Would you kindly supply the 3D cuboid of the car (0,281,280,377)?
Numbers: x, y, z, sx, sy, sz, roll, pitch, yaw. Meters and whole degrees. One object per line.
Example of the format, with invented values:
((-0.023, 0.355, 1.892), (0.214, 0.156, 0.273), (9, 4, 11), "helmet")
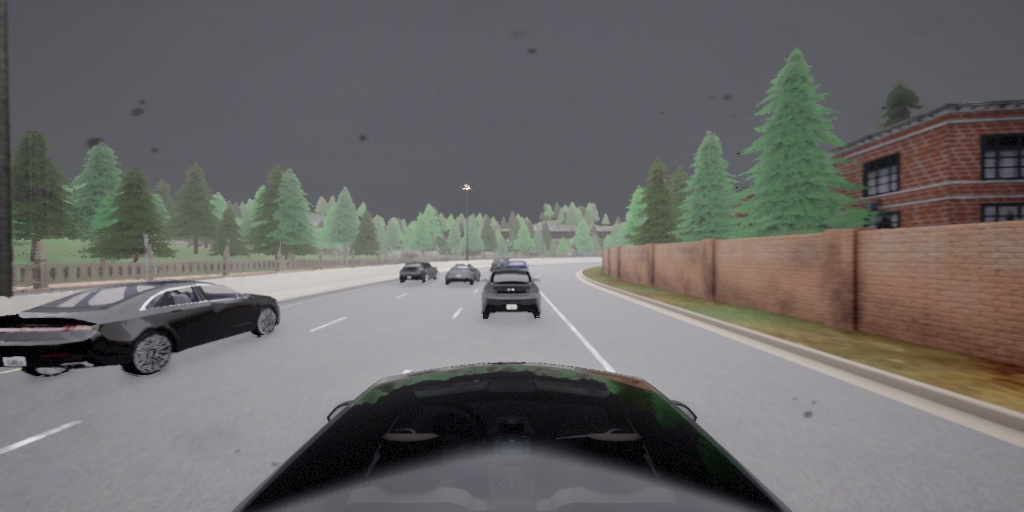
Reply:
((-6.968, 1.252, 7.431), (2.128, 1.511, 4.902), (0, 0, -1), "car")

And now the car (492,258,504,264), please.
((-0.976, 0.961, 42.319), (2.097, 1.767, 4.553), (0, 0, 13), "car")

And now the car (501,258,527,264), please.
((0.550, 1.120, 31.023), (1.882, 1.535, 5.008), (0, 0, 6), "car")

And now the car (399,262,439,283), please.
((-6.842, 1.196, 26.779), (1.837, 1.490, 4.892), (0, 0, 3), "car")

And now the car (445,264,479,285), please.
((-3.389, 1.245, 25.516), (1.994, 1.385, 4.181), (0, 0, 3), "car")

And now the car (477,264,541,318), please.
((-0.043, 1.215, 12.776), (1.837, 1.490, 4.892), (0, 0, -1), "car")
